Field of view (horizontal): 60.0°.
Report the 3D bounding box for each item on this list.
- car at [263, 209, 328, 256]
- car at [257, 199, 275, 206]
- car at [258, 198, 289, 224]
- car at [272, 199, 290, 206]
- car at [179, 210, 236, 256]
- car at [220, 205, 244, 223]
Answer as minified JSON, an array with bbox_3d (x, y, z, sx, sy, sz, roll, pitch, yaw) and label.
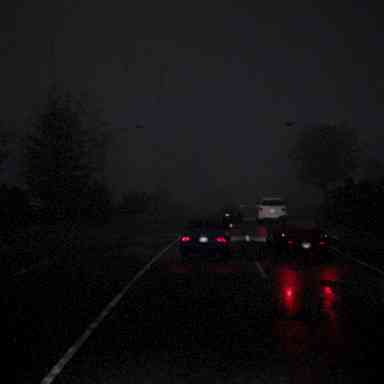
[{"bbox_3d":[4.199,1.659,13.675,1.812,1.442,4.674,0,0,7],"label":"car"},{"bbox_3d":[16.044,2.202,72.368,2.128,1.511,4.902,0,-1,35],"label":"car"},{"bbox_3d":[6.641,1.482,27.435,2.150,2.045,5.566,0,0,14],"label":"car"},{"bbox_3d":[18.758,2.216,70.154,2.033,1.411,5.357,0,-1,35],"label":"car"},{"bbox_3d":[0.662,1.674,13.666,2.033,1.411,5.357,0,0,6],"label":"car"},{"bbox_3d":[3.309,1.831,28.500,1.994,1.385,4.181,0,0,14],"label":"car"}]
